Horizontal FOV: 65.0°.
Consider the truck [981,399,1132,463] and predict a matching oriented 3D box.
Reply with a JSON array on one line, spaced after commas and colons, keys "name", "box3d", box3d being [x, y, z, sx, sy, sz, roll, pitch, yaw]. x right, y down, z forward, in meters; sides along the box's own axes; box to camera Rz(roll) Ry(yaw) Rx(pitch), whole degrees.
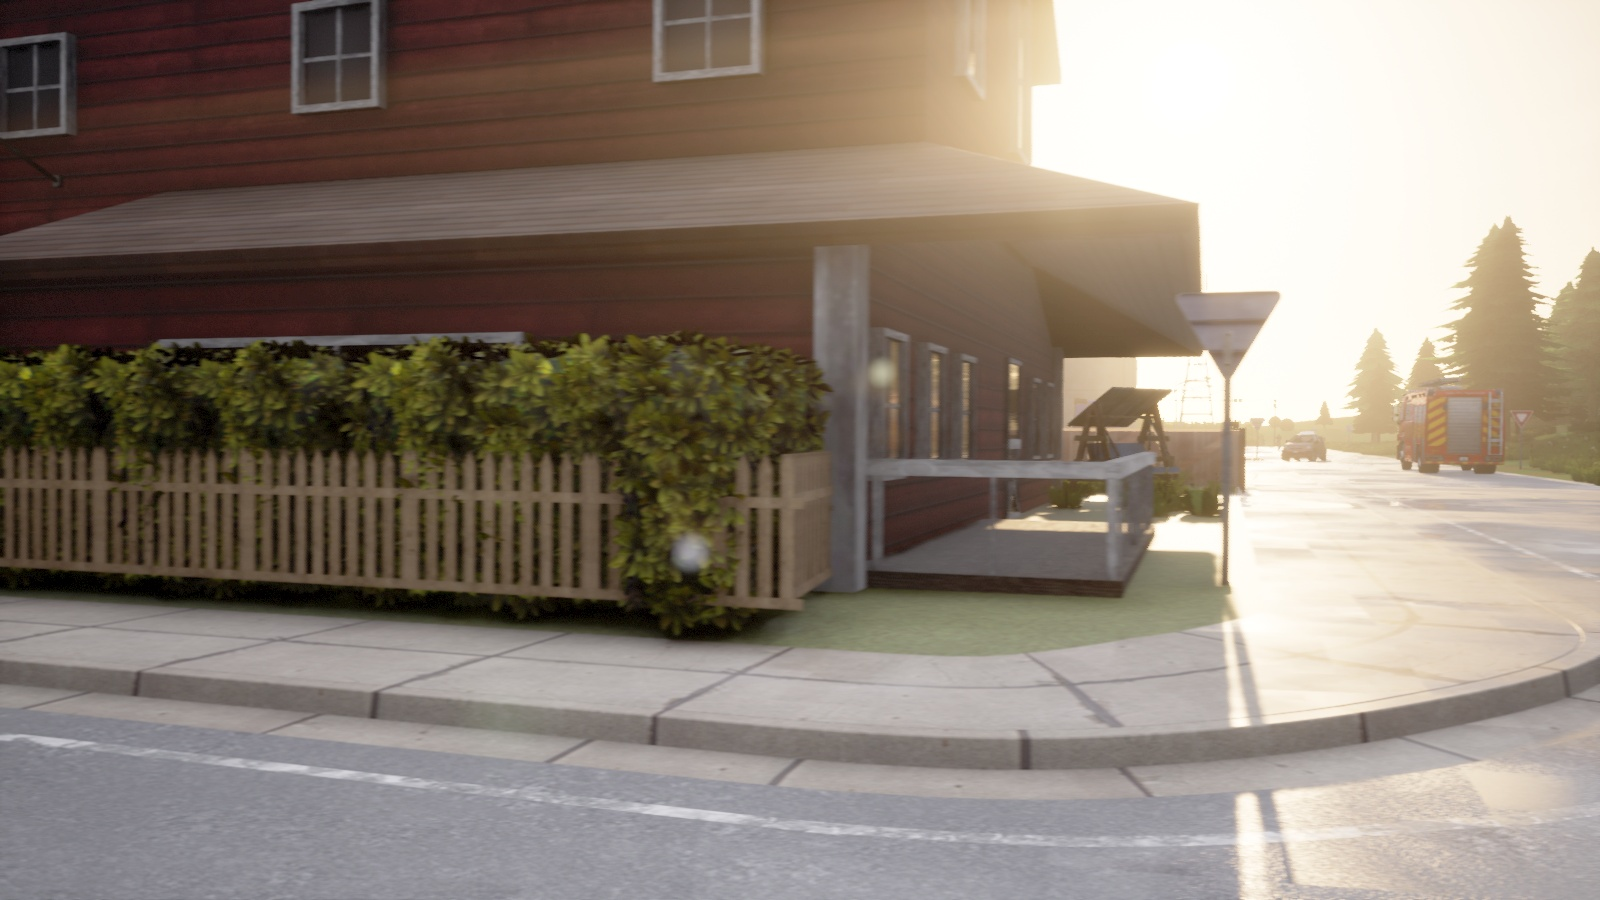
[{"name": "truck", "box3d": [14.668, -1.125, 72.059, 7.936, 3.462, 2.891, 1, 1, 36]}]

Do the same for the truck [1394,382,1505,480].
[{"name": "truck", "box3d": [27.367, -0.792, 53.291, 2.891, 3.827, 8.468, 1, 1, 19]}]

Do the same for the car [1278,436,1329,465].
[{"name": "car", "box3d": [29.610, 0.023, 73.813, 1.851, 1.617, 3.988, 2, 1, 36]}]

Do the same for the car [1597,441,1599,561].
[{"name": "car", "box3d": [10.076, 0.671, 13.108, 1.837, 1.490, 4.892, 1, 1, 19]}]
